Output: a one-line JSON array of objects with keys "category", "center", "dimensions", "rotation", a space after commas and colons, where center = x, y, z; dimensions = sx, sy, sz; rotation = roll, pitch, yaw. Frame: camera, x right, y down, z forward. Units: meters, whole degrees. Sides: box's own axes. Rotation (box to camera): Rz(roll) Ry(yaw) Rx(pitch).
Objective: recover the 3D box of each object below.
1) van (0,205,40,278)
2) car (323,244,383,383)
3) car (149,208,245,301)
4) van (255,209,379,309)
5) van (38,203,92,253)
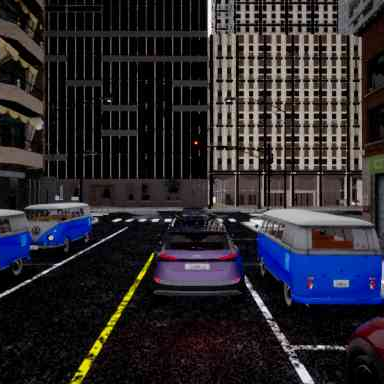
[{"category": "van", "center": [-5.308, 1.343, 7.578], "dimensions": [1.690, 1.788, 3.998], "rotation": [0, 0, 0]}, {"category": "car", "center": [2.570, 1.440, 1.890], "dimensions": [1.967, 1.590, 4.097], "rotation": [0, 0, 0]}, {"category": "car", "center": [0.103, 1.432, 8.337], "dimensions": [2.033, 1.649, 4.856], "rotation": [0, 0, 0]}, {"category": "van", "center": [2.573, 1.343, 7.580], "dimensions": [1.690, 1.788, 3.998], "rotation": [0, 0, 0]}, {"category": "van", "center": [-5.305, 1.345, 13.268], "dimensions": [1.690, 1.788, 3.998], "rotation": [0, 0, 0]}]
